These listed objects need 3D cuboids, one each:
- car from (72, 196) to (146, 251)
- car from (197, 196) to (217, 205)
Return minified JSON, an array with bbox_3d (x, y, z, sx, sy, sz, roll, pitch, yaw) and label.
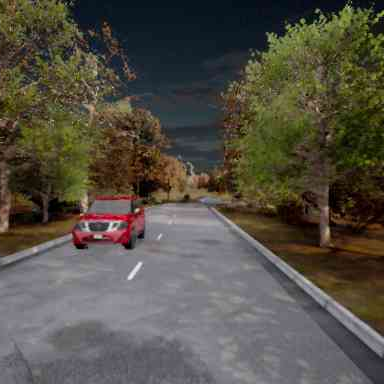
[{"bbox_3d":[-3.346,1.225,14.576,2.150,2.045,5.566,0,0,0],"label":"car"},{"bbox_3d":[3.115,1.471,59.227,4.674,1.442,1.812,0,2,-32],"label":"car"}]
